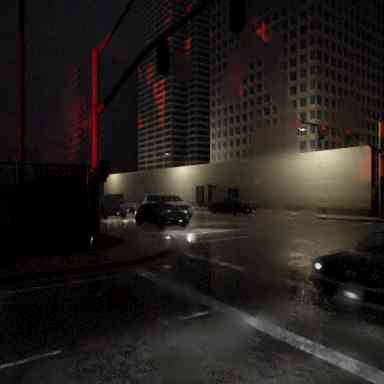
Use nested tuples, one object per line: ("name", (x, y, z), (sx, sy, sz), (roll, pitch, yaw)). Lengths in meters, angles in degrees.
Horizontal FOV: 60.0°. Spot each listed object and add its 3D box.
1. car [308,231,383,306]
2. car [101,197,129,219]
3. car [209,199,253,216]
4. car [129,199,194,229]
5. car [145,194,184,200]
("car", (4.702, 1.569, 7.361), (4.718, 1.301, 1.895), (0, 0, -36))
("car", (-7.367, 1.470, 28.988), (1.812, 1.442, 4.674), (0, 0, -35))
("car", (3.639, 1.436, 31.979), (2.128, 1.511, 4.902), (0, 0, -36))
("car", (-2.042, 1.449, 21.477), (1.837, 1.490, 4.892), (0, 0, -35))
("car", (-2.106, 1.166, 27.636), (2.150, 2.045, 5.566), (0, 0, -35))
